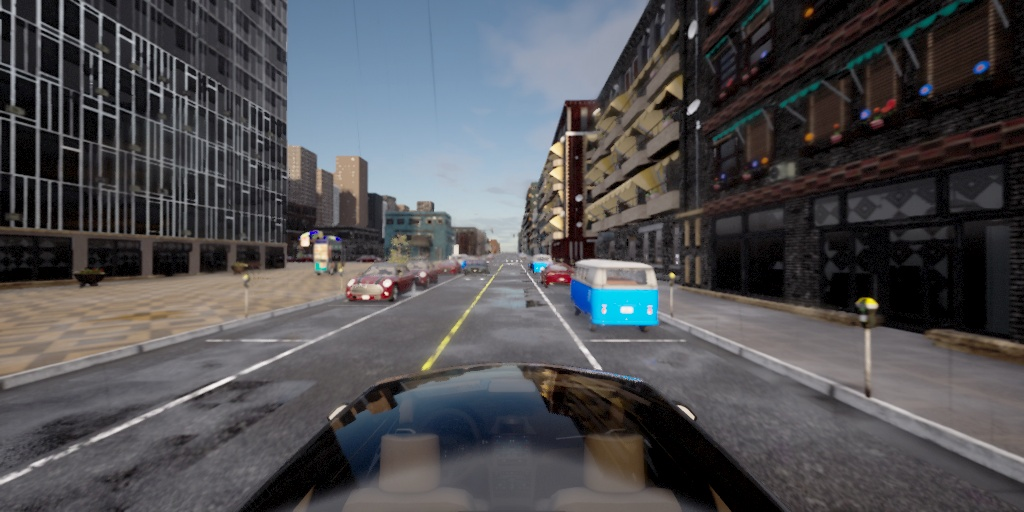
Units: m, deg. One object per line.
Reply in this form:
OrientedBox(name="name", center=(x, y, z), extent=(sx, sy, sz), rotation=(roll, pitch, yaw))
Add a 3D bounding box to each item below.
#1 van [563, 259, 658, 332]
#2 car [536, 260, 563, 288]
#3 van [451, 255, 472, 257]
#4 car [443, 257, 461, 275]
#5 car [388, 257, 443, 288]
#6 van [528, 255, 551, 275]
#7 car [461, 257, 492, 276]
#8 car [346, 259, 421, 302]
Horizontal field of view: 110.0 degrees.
OrientedBox(name="van", center=(2.688, 1.010, 10.271), extent=(1.690, 1.789, 3.998), rotation=(0, 0, 0))
OrientedBox(name="car", center=(2.684, 1.105, 21.565), extent=(1.888, 1.381, 4.507), rotation=(0, 0, 0))
OrientedBox(name="van", center=(-5.670, 0.729, 38.466), extent=(1.690, 1.789, 3.998), rotation=(0, 0, 0))
OrientedBox(name="car", center=(-5.668, 0.991, 32.820), extent=(1.888, 1.381, 4.507), rotation=(0, 0, 0))
OrientedBox(name="car", center=(-5.664, 0.999, 21.529), extent=(1.967, 1.591, 4.097), rotation=(0, 0, 0))
OrientedBox(name="van", center=(2.680, 0.787, 32.856), extent=(1.690, 1.789, 3.998), rotation=(0, 0, 0))
OrientedBox(name="car", center=(-3.108, 1.017, 32.178), extent=(1.994, 1.385, 4.181), rotation=(0, 1, 0))
OrientedBox(name="car", center=(-5.668, 1.055, 15.883), extent=(1.967, 1.591, 4.097), rotation=(0, 0, 0))
